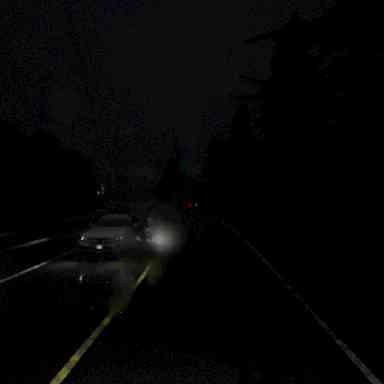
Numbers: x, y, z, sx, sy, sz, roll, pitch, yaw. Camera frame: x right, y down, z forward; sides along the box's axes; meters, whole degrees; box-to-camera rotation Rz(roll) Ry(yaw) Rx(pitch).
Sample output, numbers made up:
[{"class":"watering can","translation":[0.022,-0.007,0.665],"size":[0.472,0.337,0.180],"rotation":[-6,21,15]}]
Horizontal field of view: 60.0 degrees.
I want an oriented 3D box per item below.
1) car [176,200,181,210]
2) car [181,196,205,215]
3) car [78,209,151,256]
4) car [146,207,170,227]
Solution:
[{"class":"car","translation":[-1.189,1.884,48.760],"size":[1.837,1.490,4.892],"rotation":[0,0,-10]},{"class":"car","translation":[0.220,1.520,38.362],"size":[2.150,2.045,5.566],"rotation":[0,0,-5]},{"class":"car","translation":[-3.096,1.630,13.717],"size":[1.812,1.442,4.674],"rotation":[0,-1,2]},{"class":"car","translation":[-2.700,1.750,24.126],"size":[1.994,1.385,4.181],"rotation":[0,0,1]}]
